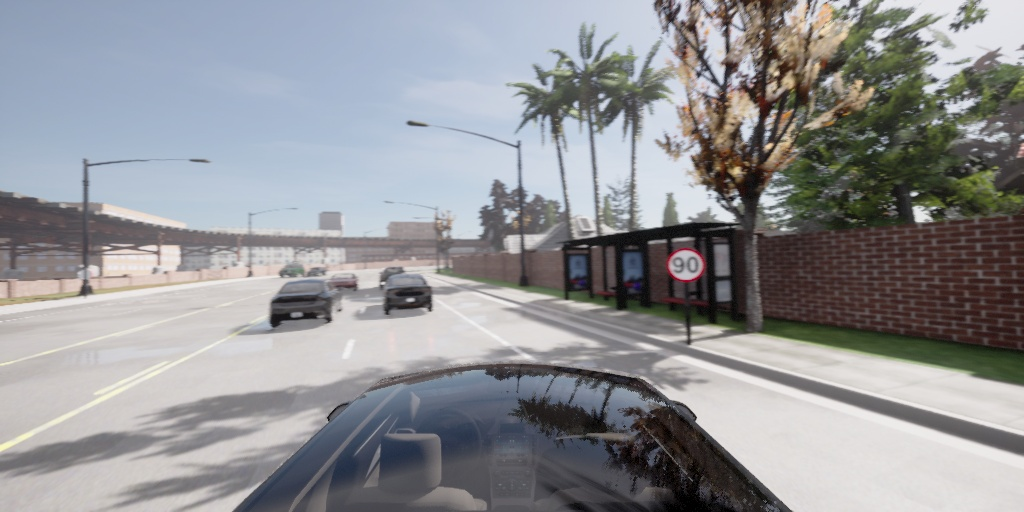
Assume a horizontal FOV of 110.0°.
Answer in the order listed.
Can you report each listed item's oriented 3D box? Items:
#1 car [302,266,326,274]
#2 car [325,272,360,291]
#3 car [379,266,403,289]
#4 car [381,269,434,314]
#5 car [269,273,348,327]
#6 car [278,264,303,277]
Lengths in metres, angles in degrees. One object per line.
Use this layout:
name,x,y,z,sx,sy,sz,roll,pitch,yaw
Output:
car,-29.726,2.434,54.599,1.837,1.490,4.892,-2,0,-13
car,-12.513,1.934,26.873,1.895,1.301,4.718,-1,0,-20
car,-9.433,1.612,28.635,2.097,1.767,4.553,-1,0,-20
car,-4.637,1.527,15.752,1.882,1.535,5.008,-1,0,-20
car,-7.523,1.615,13.443,1.837,1.490,4.892,-1,0,-20
car,-33.339,2.257,54.477,2.150,2.045,5.566,-2,0,-12
